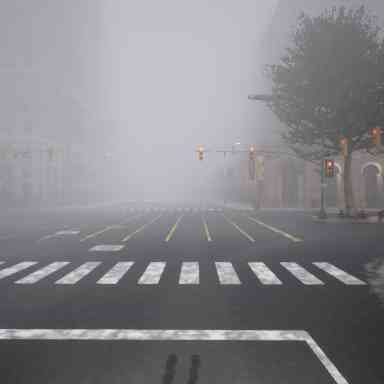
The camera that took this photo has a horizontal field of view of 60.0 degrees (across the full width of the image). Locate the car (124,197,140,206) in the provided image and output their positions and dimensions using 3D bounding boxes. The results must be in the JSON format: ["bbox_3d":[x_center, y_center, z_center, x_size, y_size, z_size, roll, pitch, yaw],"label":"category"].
[{"bbox_3d":[-10.178,1.526,56.810,1.812,1.442,4.674,0,0,1],"label":"car"}]

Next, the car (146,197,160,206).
[{"bbox_3d":[-6.682,1.526,56.509,1.812,1.442,4.674,0,0,1],"label":"car"}]
